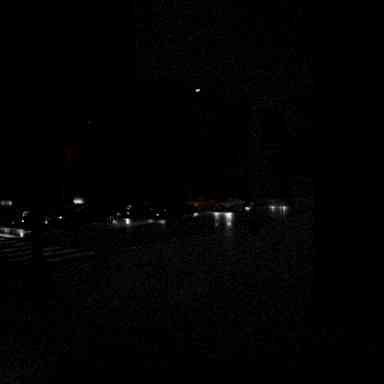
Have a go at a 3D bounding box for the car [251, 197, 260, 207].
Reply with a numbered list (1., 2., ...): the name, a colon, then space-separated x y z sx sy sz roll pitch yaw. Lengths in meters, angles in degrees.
1. car: 8.028 1.387 47.414 1.994 1.385 4.181 0 0 36

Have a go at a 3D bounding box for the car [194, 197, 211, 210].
1. car: 0.904 1.352 37.431 1.882 1.535 5.008 0 0 36

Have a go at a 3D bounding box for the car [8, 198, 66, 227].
1. car: -9.763 1.305 22.371 2.097 1.767 4.553 0 0 35

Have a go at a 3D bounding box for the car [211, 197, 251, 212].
1. car: 4.357 1.389 36.680 1.812 1.442 4.674 0 0 35

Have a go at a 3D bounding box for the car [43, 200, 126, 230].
1. car: -6.850 1.436 20.864 2.128 1.511 4.902 0 0 35

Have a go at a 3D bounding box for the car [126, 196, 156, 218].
1. car: -4.732 1.268 29.478 2.097 1.767 4.553 0 0 35

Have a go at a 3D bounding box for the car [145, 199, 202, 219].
1. car: -1.494 1.507 28.429 1.895 1.301 4.718 0 0 35

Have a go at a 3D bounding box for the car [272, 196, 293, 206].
1. car: 13.568 1.312 49.535 1.837 1.490 4.892 0 0 35
